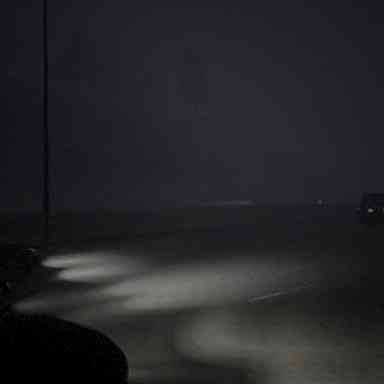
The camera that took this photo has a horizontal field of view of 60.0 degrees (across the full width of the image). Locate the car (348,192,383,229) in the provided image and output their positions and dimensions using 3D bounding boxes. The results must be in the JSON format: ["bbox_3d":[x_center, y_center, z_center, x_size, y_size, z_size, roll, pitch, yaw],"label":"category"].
[{"bbox_3d":[11.709,1.041,18.583,5.566,2.045,2.150,0,0,-27],"label":"car"}]

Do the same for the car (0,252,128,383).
[{"bbox_3d":[-2.749,1.480,1.712,5.008,1.535,1.882,-1,0,-36],"label":"car"}]

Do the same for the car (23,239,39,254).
[{"bbox_3d":[-6.131,1.504,7.876,4.674,1.442,1.812,-1,0,-36],"label":"car"}]

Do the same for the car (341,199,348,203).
[{"bbox_3d":[21.113,1.125,41.824,4.892,1.490,1.837,0,0,-19],"label":"car"}]

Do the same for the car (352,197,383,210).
[{"bbox_3d":[20.816,1.247,38.017,4.718,1.301,1.895,0,0,-20],"label":"car"}]

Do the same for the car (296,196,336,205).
[{"bbox_3d":[16.399,1.176,43.830,5.357,1.411,2.033,0,0,-21],"label":"car"}]

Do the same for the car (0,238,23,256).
[{"bbox_3d":[-5.125,1.487,4.303,4.902,1.511,2.128,0,0,-36],"label":"car"}]
